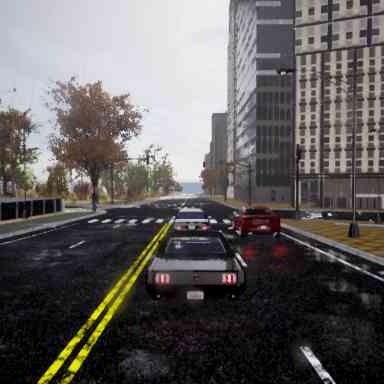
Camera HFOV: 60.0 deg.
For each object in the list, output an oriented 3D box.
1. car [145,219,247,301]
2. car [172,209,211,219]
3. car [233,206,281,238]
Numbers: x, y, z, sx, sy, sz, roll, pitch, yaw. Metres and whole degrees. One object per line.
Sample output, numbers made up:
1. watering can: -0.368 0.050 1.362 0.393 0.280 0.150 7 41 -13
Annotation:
1. car: 0.071 1.597 8.279 1.895 1.301 4.718 0 0 0
2. car: -0.016 1.541 16.519 2.033 1.411 5.357 0 0 0
3. car: 3.299 1.472 17.664 1.882 1.535 5.008 0 0 1
